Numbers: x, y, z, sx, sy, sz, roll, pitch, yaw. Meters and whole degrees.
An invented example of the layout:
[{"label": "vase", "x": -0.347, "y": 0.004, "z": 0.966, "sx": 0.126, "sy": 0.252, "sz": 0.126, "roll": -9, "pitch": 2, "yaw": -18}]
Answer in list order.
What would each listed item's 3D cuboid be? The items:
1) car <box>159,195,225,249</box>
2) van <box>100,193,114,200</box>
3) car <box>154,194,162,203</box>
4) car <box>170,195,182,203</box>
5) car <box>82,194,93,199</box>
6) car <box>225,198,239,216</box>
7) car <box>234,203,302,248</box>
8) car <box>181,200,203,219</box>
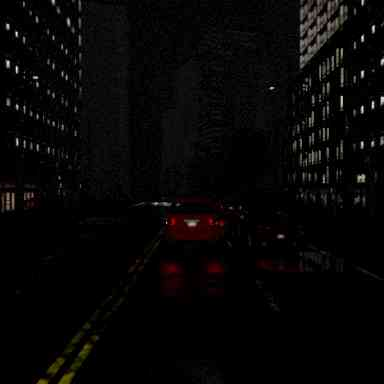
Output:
[{"label": "car", "x": 0.000, "y": 1.250, "z": 14.681, "sx": 2.150, "sy": 2.045, "sz": 5.566, "roll": 0, "pitch": 0, "yaw": 0}, {"label": "van", "x": -22.651, "y": 1.079, "z": 87.498, "sx": 3.998, "sy": 1.788, "sz": 1.690, "roll": 0, "pitch": 0, "yaw": 1}, {"label": "car", "x": -6.503, "y": 1.298, "z": 68.083, "sx": 2.097, "sy": 1.767, "sz": 4.553, "roll": 0, "pitch": 0, "yaw": 0}, {"label": "car", "x": -3.260, "y": 1.414, "z": 68.112, "sx": 2.128, "sy": 1.511, "sz": 4.902, "roll": 0, "pitch": 0, "yaw": 0}, {"label": "car", "x": -28.190, "y": 1.257, "z": 87.545, "sx": 4.507, "sy": 1.381, "sz": 1.887, "roll": 0, "pitch": 0, "yaw": 1}, {"label": "car", "x": 3.250, "y": 1.349, "z": 29.622, "sx": 2.097, "sy": 1.767, "sz": 4.553, "roll": 0, "pitch": 0, "yaw": 0}, {"label": "car", "x": 3.250, "y": 1.477, "z": 14.652, "sx": 1.882, "sy": 1.535, "sz": 5.008, "roll": 0, "pitch": 0, "yaw": 0}, {"label": "car", "x": 0.000, "y": 1.499, "z": 29.652, "sx": 1.837, "sy": 1.490, "sz": 4.892, "roll": 0, "pitch": 0, "yaw": 0}]
